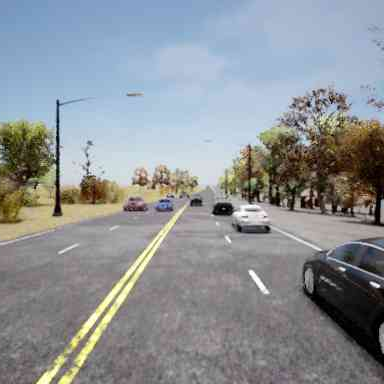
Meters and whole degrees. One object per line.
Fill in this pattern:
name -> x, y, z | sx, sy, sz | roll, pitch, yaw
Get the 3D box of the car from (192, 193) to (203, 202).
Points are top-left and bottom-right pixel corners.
car -> 1.171, 1.097, 68.186 | 2.097, 1.767, 4.553 | 0, 0, 2

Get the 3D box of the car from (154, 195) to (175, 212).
car -> -2.982, 1.427, 36.668 | 1.812, 1.442, 4.674 | 0, 0, 1

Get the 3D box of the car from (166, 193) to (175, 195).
car -> -4.974, 0.918, 77.867 | 1.837, 1.490, 4.892 | 0, 0, 2

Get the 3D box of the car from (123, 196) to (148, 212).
car -> -6.226, 1.252, 36.866 | 2.097, 1.767, 4.553 | 0, 0, 1

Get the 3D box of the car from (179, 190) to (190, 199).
car -> -1.728, 0.645, 77.708 | 2.150, 2.045, 5.566 | 0, 0, 2

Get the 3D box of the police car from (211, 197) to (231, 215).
police car -> 2.964, 1.341, 33.043 | 1.930, 1.638, 5.238 | 0, 0, 1

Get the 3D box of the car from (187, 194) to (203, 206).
car -> 0.660, 1.357, 50.962 | 1.837, 1.490, 4.892 | 0, 0, 2

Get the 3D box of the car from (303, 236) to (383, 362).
car -> 3.367, 1.494, 5.496 | 1.837, 1.490, 4.892 | 0, 0, 0

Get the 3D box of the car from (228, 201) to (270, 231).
car -> 3.467, 1.480, 20.146 | 1.812, 1.442, 4.674 | 0, 0, 1
